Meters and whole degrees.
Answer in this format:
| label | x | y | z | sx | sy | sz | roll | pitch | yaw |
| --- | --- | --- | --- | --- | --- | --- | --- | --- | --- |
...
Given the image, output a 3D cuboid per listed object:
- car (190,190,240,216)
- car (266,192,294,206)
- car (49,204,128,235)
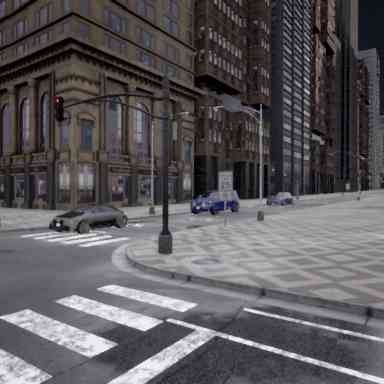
| label | x | y | z | sx | sy | sz | roll | pitch | yaw |
| --- | --- | --- | --- | --- | --- | --- | --- | --- | --- |
| car | 2.090 | 0.848 | 28.714 | 2.150 | 2.045 | 5.566 | 0 | 2 | 36 |
| car | 10.849 | 0.784 | 40.962 | 2.097 | 1.767 | 4.553 | 0 | 1 | 36 |
| car | -5.419 | 1.374 | 17.809 | 1.994 | 1.385 | 4.181 | 0 | 1 | 32 |
